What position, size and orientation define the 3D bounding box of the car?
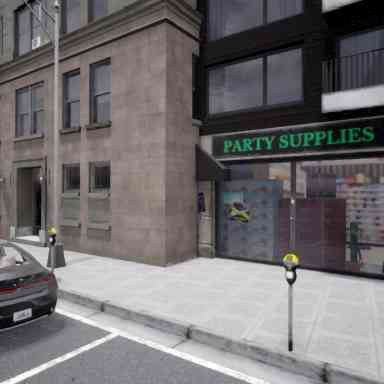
[{"bbox_3d":[-4.235,1.552,6.103,4.403,1.369,2.008,0,0,36],"label":"car"}]
